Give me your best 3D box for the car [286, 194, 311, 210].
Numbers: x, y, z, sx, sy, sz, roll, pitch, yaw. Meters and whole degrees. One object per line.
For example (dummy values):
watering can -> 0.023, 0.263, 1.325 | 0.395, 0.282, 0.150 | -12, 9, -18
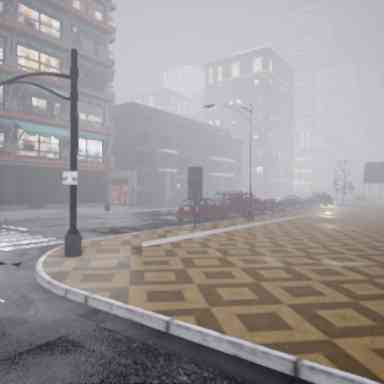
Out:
car -> 10.708, 1.162, 35.462 | 1.887, 1.381, 4.507 | 1, 1, 36

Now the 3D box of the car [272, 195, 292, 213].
car -> 7.398, 1.208, 30.953 | 1.802, 1.307, 4.206 | 1, 1, 36

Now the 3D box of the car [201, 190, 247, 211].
car -> 3.456, 0.792, 34.725 | 2.150, 2.045, 5.566 | 1, 1, 36

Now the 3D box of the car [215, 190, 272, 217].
car -> 4.092, 0.951, 26.442 | 2.192, 1.841, 5.009 | 1, 1, 36

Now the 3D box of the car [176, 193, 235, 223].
car -> 0.782, 1.085, 21.933 | 1.967, 1.590, 4.097 | 1, 1, 36

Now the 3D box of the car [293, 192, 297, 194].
car -> 14.530, 1.104, 49.656 | 1.837, 1.490, 4.892 | 1, 1, 36

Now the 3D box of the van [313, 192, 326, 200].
van -> 27.520, 0.809, 71.686 | 1.690, 1.788, 3.998 | 1, 1, 36

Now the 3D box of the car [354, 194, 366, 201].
car -> 33.871, 1.091, 67.026 | 1.887, 1.381, 4.507 | 1, 1, 36

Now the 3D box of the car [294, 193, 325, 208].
car -> 14.017, 1.158, 39.971 | 2.008, 1.369, 4.403 | 1, 1, 36

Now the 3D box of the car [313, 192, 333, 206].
car -> 17.328, 0.913, 44.478 | 2.192, 1.841, 5.009 | 1, 1, 36

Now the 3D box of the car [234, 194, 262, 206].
car -> 7.564, 1.054, 44.495 | 1.752, 1.417, 4.829 | 1, 1, 36
